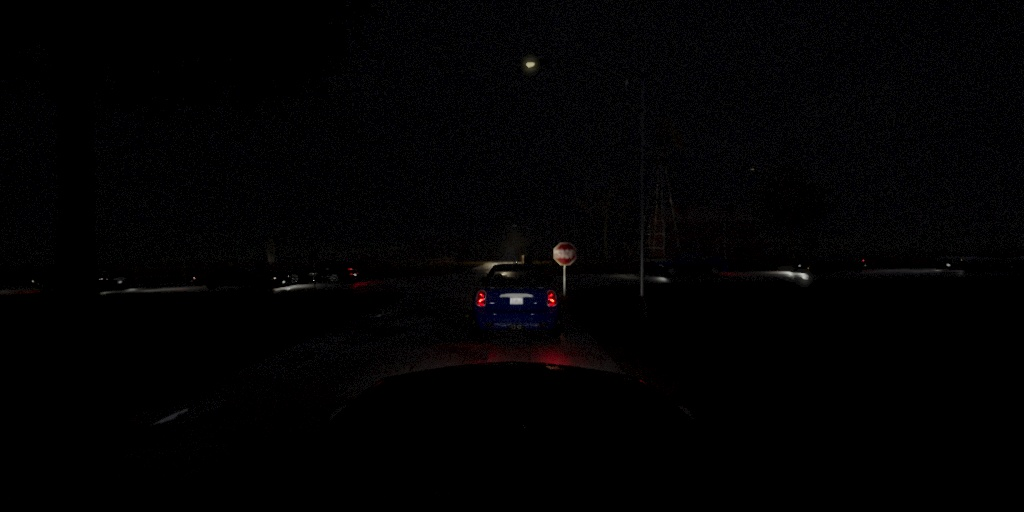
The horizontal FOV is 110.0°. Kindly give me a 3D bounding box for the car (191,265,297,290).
[{"bbox_3d":[-17.261,1.320,22.949,5.357,1.411,2.033,-1,2,0],"label":"car"}]

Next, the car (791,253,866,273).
[{"bbox_3d":[22.602,0.473,25.677,4.181,1.385,1.994,-1,2,0],"label":"car"}]

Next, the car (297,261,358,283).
[{"bbox_3d":[-13.575,1.121,25.641,4.892,1.490,1.837,-1,1,3],"label":"car"}]

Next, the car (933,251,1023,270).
[{"bbox_3d":[33.403,0.290,25.615,4.718,1.301,1.895,-1,2,0],"label":"car"}]

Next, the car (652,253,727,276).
[{"bbox_3d":[12.649,0.584,25.725,5.008,1.535,1.882,-1,2,0],"label":"car"}]

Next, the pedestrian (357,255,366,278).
[{"bbox_3d":[-12.157,0.804,28.884,0.375,1.860,0.375,0,3,0],"label":"pedestrian"}]

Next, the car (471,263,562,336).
[{"bbox_3d":[0.100,0.978,10.049,2.097,1.767,4.553,0,1,0],"label":"car"}]

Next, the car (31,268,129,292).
[{"bbox_3d":[-27.587,1.452,23.005,4.902,1.511,2.128,-1,2,0],"label":"car"}]
